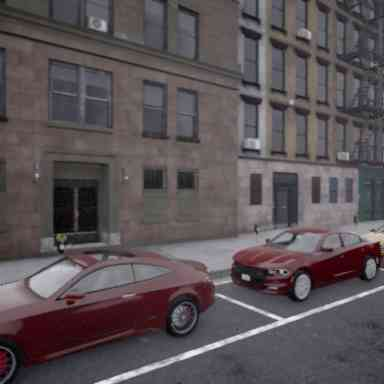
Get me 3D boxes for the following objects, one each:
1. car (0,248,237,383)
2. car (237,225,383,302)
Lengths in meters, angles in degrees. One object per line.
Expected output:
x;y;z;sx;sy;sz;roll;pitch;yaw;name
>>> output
-1.525;1.585;5.100;4.206;1.307;1.802;0;0;-36;car
2.967;1.556;8.304;4.507;1.381;1.887;0;0;-36;car
